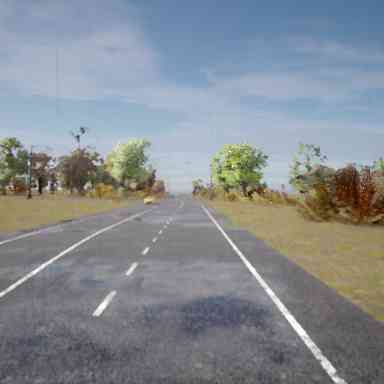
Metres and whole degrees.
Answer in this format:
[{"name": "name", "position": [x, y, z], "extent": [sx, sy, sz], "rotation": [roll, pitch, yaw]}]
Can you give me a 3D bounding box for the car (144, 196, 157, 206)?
[{"name": "car", "position": [-7.047, 1.453, 56.633], "extent": [1.882, 1.535, 5.008], "rotation": [0, 0, 0]}]
